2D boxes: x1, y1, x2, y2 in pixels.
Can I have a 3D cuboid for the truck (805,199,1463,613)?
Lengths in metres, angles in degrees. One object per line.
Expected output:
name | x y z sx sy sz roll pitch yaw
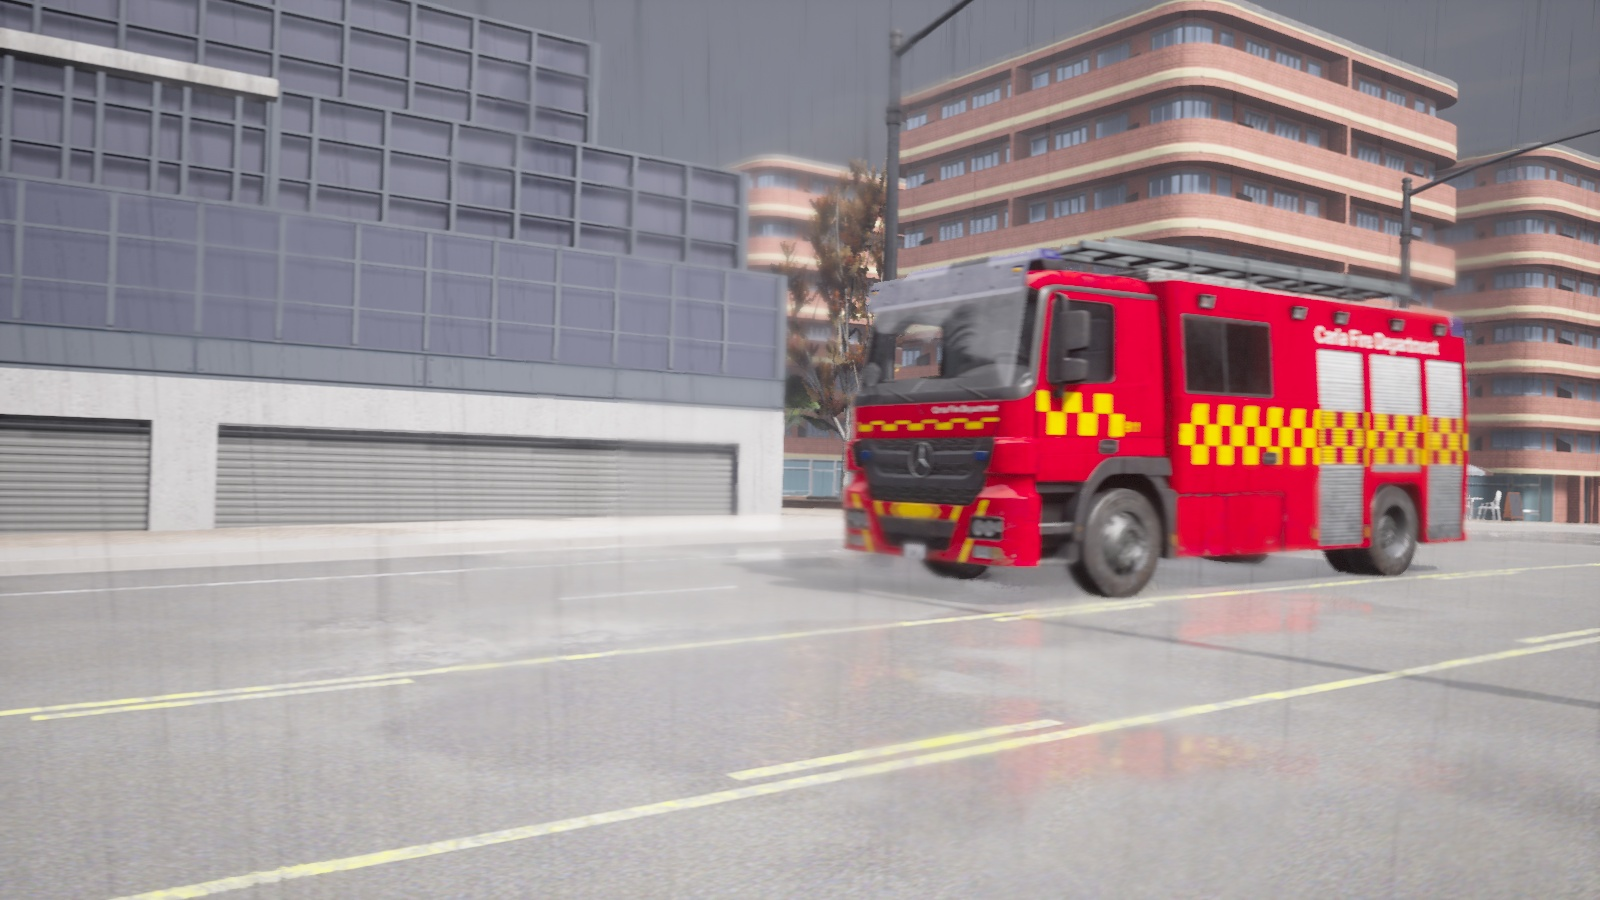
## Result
truck | 4.368 -0.373 15.210 8.468 3.827 2.891 1 0 -35
